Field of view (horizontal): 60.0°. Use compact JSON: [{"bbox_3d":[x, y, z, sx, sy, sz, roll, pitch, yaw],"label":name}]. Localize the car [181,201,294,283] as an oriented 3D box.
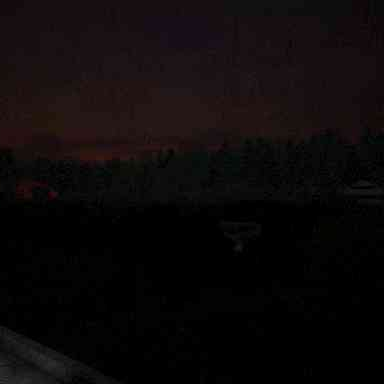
[{"bbox_3d":[1.513,1.221,9.448,1.905,1.878,3.866,0,0,35],"label":"car"}]
